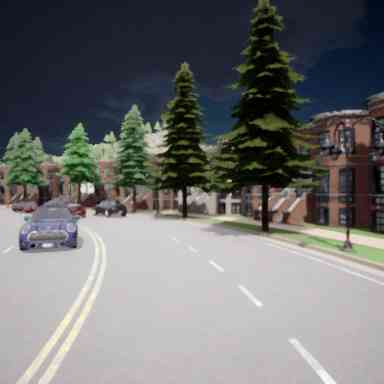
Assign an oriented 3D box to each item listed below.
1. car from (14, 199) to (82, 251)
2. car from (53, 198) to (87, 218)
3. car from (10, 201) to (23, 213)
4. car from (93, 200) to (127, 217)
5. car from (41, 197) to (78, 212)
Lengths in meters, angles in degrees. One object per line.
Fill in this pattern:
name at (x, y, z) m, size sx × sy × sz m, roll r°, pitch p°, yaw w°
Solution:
car at (-6.027, 1.386, 14.442) m, size 2.097 × 1.767 × 4.553 m, roll 0°, pitch 0°, yaw -18°
car at (-11.185, 1.596, 30.524) m, size 1.812 × 1.442 × 4.674 m, roll 0°, pitch 0°, yaw -39°
car at (-18.867, 1.662, 37.837) m, size 4.181 × 1.385 × 1.994 m, roll 0°, pitch 0°, yaw 38°
car at (-7.942, 1.570, 32.019) m, size 1.837 × 1.490 × 4.892 m, roll 0°, pitch 0°, yaw -38°
car at (-15.942, 1.445, 39.903) m, size 4.553 × 1.767 × 2.097 m, roll 0°, pitch 0°, yaw 40°
